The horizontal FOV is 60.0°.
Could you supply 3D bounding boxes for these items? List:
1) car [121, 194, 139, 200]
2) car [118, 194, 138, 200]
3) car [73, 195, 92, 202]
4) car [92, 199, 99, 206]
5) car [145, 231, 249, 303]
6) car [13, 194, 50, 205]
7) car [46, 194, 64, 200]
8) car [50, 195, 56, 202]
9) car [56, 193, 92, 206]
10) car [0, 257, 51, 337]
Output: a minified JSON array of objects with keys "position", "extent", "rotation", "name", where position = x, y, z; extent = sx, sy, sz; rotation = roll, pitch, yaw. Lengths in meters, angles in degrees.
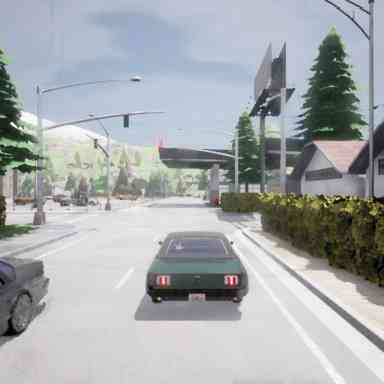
[{"position":[-16.457,1.338,88.064],"extent":[4.514,1.523,2.007],"rotation":[0,0,0],"name":"car"},{"position":[-16.388,1.329,84.927],"extent":[5.027,1.636,2.152],"rotation":[0,0,0],"name":"car"},{"position":[-23.999,1.319,73.041],"extent":[3.633,1.501,1.845],"rotation":[0,0,0],"name":"car"},{"position":[-16.154,1.360,50.671],"extent":[3.806,1.475,1.970],"rotation":[0,0,0],"name":"car"},{"position":[0.099,1.601,8.155],"extent":[1.895,1.301,4.718],"rotation":[0,0,0],"name":"car"},{"position":[-24.633,1.097,50.588],"extent":[4.605,1.855,1.932],"rotation":[0,0,0],"name":"car"},{"position":[-35.054,1.383,84.975],"extent":[3.806,1.475,1.970],"rotation":[0,0,0],"name":"car"},{"position":[-23.988,1.297,63.048],"extent":[4.514,1.523,2.007],"rotation":[0,0,0],"name":"car"},{"position":[-16.747,1.076,47.343],"extent":[3.866,1.878,1.905],"rotation":[0,0,0],"name":"car"},{"position":[-3.581,1.547,3.939],"extent":[2.033,1.411,5.357],"rotation":[0,0,0],"name":"car"}]
